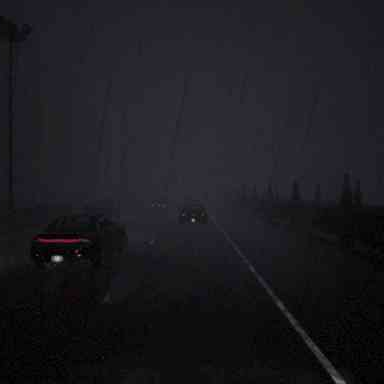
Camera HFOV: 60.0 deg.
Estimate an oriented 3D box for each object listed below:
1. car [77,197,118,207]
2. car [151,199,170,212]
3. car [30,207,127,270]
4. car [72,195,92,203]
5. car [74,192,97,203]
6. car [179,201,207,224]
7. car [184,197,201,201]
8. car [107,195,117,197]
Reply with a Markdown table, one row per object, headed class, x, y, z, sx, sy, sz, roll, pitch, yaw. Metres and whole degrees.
| class | x | y | z | sx | sy | sz | roll | pitch | yaw |
| --- | --- | --- | --- | --- | --- | --- | --- | --- | --- |
| car | -6.923 | 1.415 | 25.797 | 1.882 | 1.535 | 5.008 | 0 | 0 | 0 |
| car | -3.433 | 1.457 | 36.816 | 2.033 | 1.411 | 5.357 | 0 | 0 | 0 |
| car | -3.413 | 1.465 | 10.857 | 2.128 | 1.511 | 4.902 | 0 | 0 | 0 |
| car | -21.069 | 1.350 | 63.788 | 2.128 | 1.511 | 4.902 | 0 | 0 | 0 |
| car | -17.599 | 1.085 | 55.720 | 2.150 | 2.045 | 5.566 | 0 | 0 | 1 |
| car | 0.079 | 1.542 | 23.906 | 1.895 | 1.301 | 4.718 | 0 | 0 | 0 |
| car | 0.062 | 1.404 | 41.591 | 1.837 | 1.490 | 4.892 | 0 | 1 | 0 |
| car | -14.104 | 1.364 | 57.972 | 1.837 | 1.490 | 4.892 | 0 | 0 | 1 |
